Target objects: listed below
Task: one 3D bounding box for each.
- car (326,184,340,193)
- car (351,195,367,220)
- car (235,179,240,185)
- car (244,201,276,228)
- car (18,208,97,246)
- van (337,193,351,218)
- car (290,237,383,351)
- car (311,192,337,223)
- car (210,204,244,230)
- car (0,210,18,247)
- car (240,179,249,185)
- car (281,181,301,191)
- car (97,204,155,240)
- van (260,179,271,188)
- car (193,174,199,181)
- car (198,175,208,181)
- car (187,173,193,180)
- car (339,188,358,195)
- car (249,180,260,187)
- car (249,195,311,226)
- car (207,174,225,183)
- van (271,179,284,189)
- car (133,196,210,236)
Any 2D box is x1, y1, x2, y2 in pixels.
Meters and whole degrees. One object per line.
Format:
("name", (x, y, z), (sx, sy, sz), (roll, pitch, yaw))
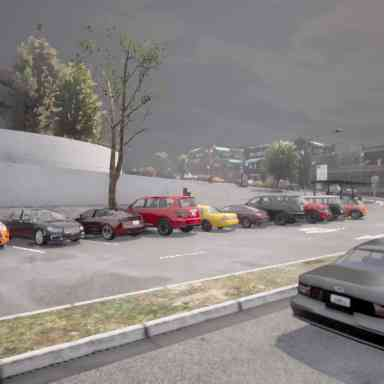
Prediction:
("car", (25.834, -0.424, 60.076), (2.435, 2.045, 5.566), (7, 3, 35))
("car", (12.676, 1.405, 29.093), (4.553, 1.767, 2.185), (-1, -1, 35))
("car", (11.960, -2.315, 79.791), (2.002, 1.452, 4.674), (7, 3, 35))
("car", (2.797, 1.550, 22.197), (4.674, 1.452, 2.002), (-1, -1, 35))
("car", (-6.985, 1.495, 15.237), (4.892, 1.521, 2.231), (-1, -1, 34))
("van", (10.269, 1.298, 27.340), (4.442, 1.987, 1.878), (-1, -1, 35))
("car", (4.095, 1.553, 6.065), (5.357, 1.411, 2.033), (0, 0, -35))
("car", (7.733, 1.268, 25.666), (5.566, 2.045, 2.435), (-1, -1, 35))
("car", (0.192, 1.504, 20.566), (5.366, 1.575, 1.946), (-1, -1, 34))
("car", (-9.449, 1.367, 13.508), (4.553, 1.767, 2.185), (-1, -1, 34))
("car", (13.705, -2.042, 77.331), (2.002, 1.452, 4.674), (7, 3, 35))
("car", (20.613, -0.990, 67.455), (2.231, 1.521, 4.892), (7, 3, 35))
("car", (-4.567, 1.525, 16.987), (4.792, 1.488, 2.163), (-1, -1, 34))
("van", (17.118, -1.762, 72.284), (1.878, 1.987, 4.442), (7, 4, 35))
("car", (3.193, -3.848, 92.015), (2.185, 1.767, 4.553), (6, 3, 34))
("car", (4.990, -3.697, 89.551), (2.435, 2.045, 5.566), (7, 3, 34))
("car", (1.460, -4.083, 94.482), (2.185, 1.767, 4.553), (4, 1, 33))
("car", (27.528, 0.138, 57.606), (2.002, 1.452, 4.674), (7, 3, 35))
("car", (15.540, -1.810, 75.013), (1.946, 1.575, 5.366), (7, 3, 35))
("car", (5.222, 1.264, 23.958), (5.566, 2.045, 2.435), (-1, -1, 35))
("car", (6.844, -3.174, 87.294), (1.946, 1.575, 5.366), (7, 3, 34))
("van", (18.850, -1.489, 69.815), (1.878, 1.987, 4.442), (7, 4, 35))
("car", (-2.125, 1.249, 18.736), (5.566, 2.045, 2.435), (-1, -1, 34))
